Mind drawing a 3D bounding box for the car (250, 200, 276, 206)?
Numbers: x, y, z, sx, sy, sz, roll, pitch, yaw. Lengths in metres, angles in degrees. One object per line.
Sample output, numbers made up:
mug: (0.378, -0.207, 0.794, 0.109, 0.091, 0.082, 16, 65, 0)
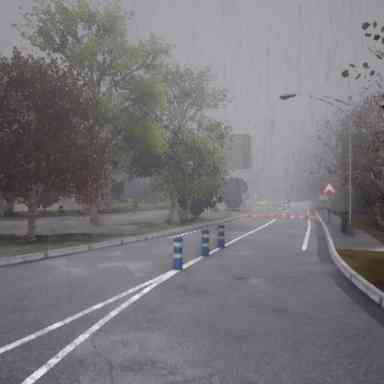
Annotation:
car: (19.850, 3.276, 93.063, 5.366, 1.575, 1.946, 0, -2, 19)

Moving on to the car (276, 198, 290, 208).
car: (20.409, 2.418, 73.497, 2.150, 2.045, 5.566, 0, -1, 19)
